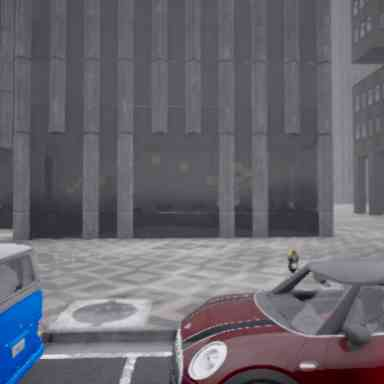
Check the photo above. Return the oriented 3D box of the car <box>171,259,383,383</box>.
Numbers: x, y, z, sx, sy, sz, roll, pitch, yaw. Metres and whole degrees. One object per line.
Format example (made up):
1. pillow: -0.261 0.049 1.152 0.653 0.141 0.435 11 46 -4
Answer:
1. car: 1.777 1.545 3.795 4.097 1.590 1.967 0 -1 -2

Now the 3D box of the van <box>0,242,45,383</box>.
1. van: -3.744 1.469 3.582 3.998 1.788 1.690 0 -1 -2
